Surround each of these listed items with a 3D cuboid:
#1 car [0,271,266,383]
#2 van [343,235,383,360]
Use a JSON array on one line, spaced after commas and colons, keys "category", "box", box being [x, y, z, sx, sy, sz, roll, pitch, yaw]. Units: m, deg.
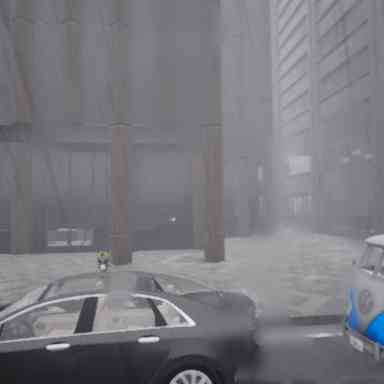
[{"category": "car", "box": [-1.346, 1.714, 4.025, 4.403, 1.369, 2.008, 0, -2, -6]}, {"category": "van", "box": [4.255, 1.460, 4.646, 3.998, 1.788, 1.690, 0, -2, -6]}]
